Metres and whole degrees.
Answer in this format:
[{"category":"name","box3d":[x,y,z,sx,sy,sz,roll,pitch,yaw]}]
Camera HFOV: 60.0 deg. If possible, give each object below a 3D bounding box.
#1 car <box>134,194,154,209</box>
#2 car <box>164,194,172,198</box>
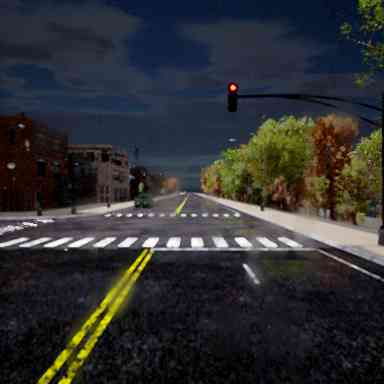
[{"category":"car","box3d":[-6.561,1.309,45.964,2.150,2.045,5.566,0,1,0]},{"category":"car","box3d":[-6.718,1.254,93.460,1.882,1.535,5.008,0,0,0]}]
